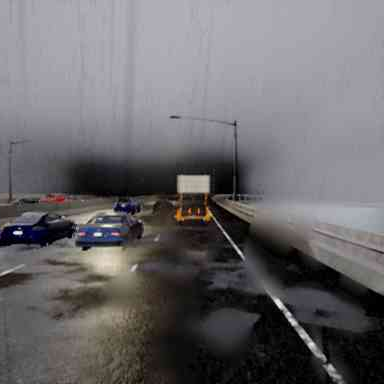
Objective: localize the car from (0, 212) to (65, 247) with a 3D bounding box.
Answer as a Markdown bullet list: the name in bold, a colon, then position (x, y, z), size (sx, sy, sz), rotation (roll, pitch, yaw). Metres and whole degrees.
- **car**: position (-6.844, 1.587, 15.132), size (1.994, 1.385, 4.181), rotation (0, 0, 0)

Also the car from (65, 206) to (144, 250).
- **car**: position (-3.352, 1.569, 14.410), size (2.033, 1.411, 5.357), rotation (0, 0, 0)

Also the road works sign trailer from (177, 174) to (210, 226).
- **road works sign trailer**: position (0.111, 0.499, 23.661), size (2.380, 3.560, 2.880), rotation (0, 0, 1)

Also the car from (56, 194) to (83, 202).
- **car**: position (-17.135, 1.420, 47.831), size (2.097, 1.767, 4.553), rotation (0, 0, 1)

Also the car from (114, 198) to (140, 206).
- **car**: position (-6.659, 1.401, 34.512), size (2.097, 1.767, 4.553), rotation (0, 0, 1)

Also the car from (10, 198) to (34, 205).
- **car**: position (-24.135, 1.547, 47.787), size (1.882, 1.535, 5.008), rotation (0, 0, 1)

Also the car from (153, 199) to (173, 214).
- **car**: position (-3.132, 1.529, 36.566), size (1.882, 1.535, 5.008), rotation (0, 0, 1)

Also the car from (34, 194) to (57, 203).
- **car**: position (-20.607, 1.292, 49.265), size (2.150, 2.045, 5.566), rotation (0, 0, 1)
